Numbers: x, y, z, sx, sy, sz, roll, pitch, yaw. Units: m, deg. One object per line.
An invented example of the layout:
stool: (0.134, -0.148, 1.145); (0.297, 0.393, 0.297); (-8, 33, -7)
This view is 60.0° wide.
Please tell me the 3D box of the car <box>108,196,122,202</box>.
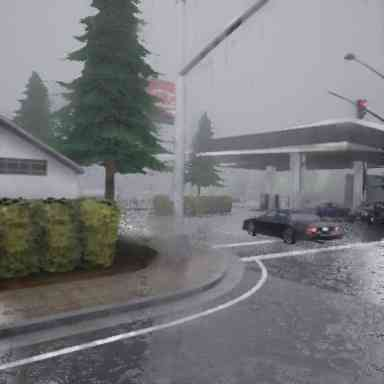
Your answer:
car: (-19.240, 1.682, 83.093); (1.970, 1.475, 3.806); (1, -1, -36)

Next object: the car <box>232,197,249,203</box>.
car: (12.041, 2.128, 83.860); (1.845, 1.501, 3.633); (1, -1, -36)

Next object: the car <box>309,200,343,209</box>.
car: (15.035, 1.931, 35.154); (4.611, 1.667, 2.242); (1, -1, -36)

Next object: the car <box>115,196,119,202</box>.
car: (-18.045, 1.698, 75.239); (2.007, 1.523, 4.514); (1, -1, -36)

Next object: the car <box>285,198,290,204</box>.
car: (26.133, 2.304, 84.640); (2.152, 1.636, 5.027); (1, -1, -36)

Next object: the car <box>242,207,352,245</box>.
car: (4.361, 1.520, 15.386); (2.033, 1.411, 5.357); (1, 0, -21)

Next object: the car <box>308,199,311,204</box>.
car: (28.636, 2.356, 86.531); (2.007, 1.523, 4.514); (1, -1, -36)

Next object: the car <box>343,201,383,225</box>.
car: (14.870, 1.704, 28.026); (3.866, 1.878, 1.905); (1, -1, -36)

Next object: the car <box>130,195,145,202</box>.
car: (-14.245, 1.692, 87.136); (2.152, 1.636, 5.027); (1, -1, -36)

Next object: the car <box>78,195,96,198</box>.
car: (-10.257, 1.281, 32.109); (2.150, 2.045, 5.566); (1, -4, -36)
